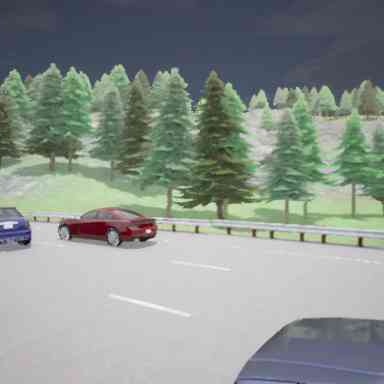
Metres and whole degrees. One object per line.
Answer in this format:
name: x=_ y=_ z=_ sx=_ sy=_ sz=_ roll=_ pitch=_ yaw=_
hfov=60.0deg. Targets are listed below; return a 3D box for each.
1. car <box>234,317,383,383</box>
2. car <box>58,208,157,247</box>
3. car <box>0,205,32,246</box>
car: x=2.867 y=1.542 z=1.892 sx=5.357 sy=1.411 sz=2.033 roll=0 pitch=0 yaw=35
car: x=-3.846 y=1.436 z=14.787 sx=5.008 sy=1.535 sz=1.882 roll=0 pitch=0 yaw=32
car: x=-8.716 y=1.312 z=13.659 sx=4.553 sy=1.767 sz=2.097 roll=0 pitch=0 yaw=31
